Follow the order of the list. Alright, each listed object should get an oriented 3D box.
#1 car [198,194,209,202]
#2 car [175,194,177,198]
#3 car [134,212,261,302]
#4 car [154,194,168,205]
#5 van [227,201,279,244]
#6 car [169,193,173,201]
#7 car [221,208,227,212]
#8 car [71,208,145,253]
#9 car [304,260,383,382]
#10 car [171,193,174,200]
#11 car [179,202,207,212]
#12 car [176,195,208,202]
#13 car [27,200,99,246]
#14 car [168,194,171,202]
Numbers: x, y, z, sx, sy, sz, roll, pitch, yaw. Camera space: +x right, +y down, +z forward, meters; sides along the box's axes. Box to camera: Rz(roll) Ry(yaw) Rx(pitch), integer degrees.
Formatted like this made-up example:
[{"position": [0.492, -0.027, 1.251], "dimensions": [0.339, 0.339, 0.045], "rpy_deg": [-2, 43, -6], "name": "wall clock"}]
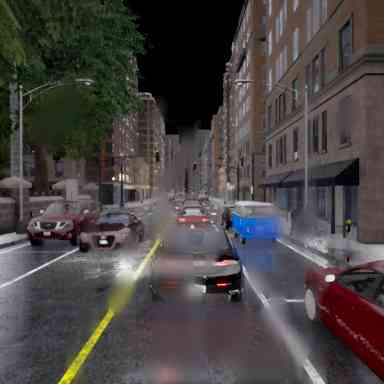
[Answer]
[{"position": [2.829, 1.387, 75.610], "dimensions": [1.967, 1.590, 4.097], "rpy_deg": [0, 0, 0], "name": "car"}, {"position": [-5.700, 1.496, 86.472], "dimensions": [2.008, 1.369, 4.403], "rpy_deg": [0, 0, 0], "name": "car"}, {"position": [0.097, 1.490, 8.261], "dimensions": [2.128, 1.511, 4.902], "rpy_deg": [0, 0, 0], "name": "car"}, {"position": [-5.690, 1.480, 59.049], "dimensions": [1.752, 1.417, 4.829], "rpy_deg": [0, 0, 0], "name": "car"}, {"position": [2.850, 1.336, 15.573], "dimensions": [1.690, 1.788, 3.998], "rpy_deg": [0, 0, 0], "name": "van"}, {"position": [-5.694, 1.493, 70.120], "dimensions": [1.887, 1.381, 4.507], "rpy_deg": [0, 0, 0], "name": "car"}, {"position": [2.849, 1.557, 21.233], "dimensions": [1.947, 1.339, 4.313], "rpy_deg": [0, 0, 0], "name": "car"}, {"position": [-3.090, 1.560, 13.598], "dimensions": [1.994, 1.385, 4.181], "rpy_deg": [0, 0, 0], "name": "car"}, {"position": [2.854, 1.544, 4.252], "dimensions": [1.887, 1.381, 4.507], "rpy_deg": [0, 0, 0], "name": "car"}, {"position": [-5.696, 1.491, 75.571], "dimensions": [1.887, 1.381, 4.507], "rpy_deg": [0, 0, 0], "name": "car"}, {"position": [0.097, 1.519, 18.523], "dimensions": [1.812, 1.442, 4.674], "rpy_deg": [0, 0, 0], "name": "car"}, {"position": [0.039, 1.338, 27.480], "dimensions": [2.097, 1.767, 4.553], "rpy_deg": [0, 0, 2], "name": "car"}, {"position": [-5.675, 1.310, 15.530], "dimensions": [2.192, 1.841, 5.009], "rpy_deg": [0, 0, 0], "name": "car"}, {"position": [-5.692, 1.502, 64.669], "dimensions": [2.008, 1.369, 4.403], "rpy_deg": [0, 0, 0], "name": "car"}]
